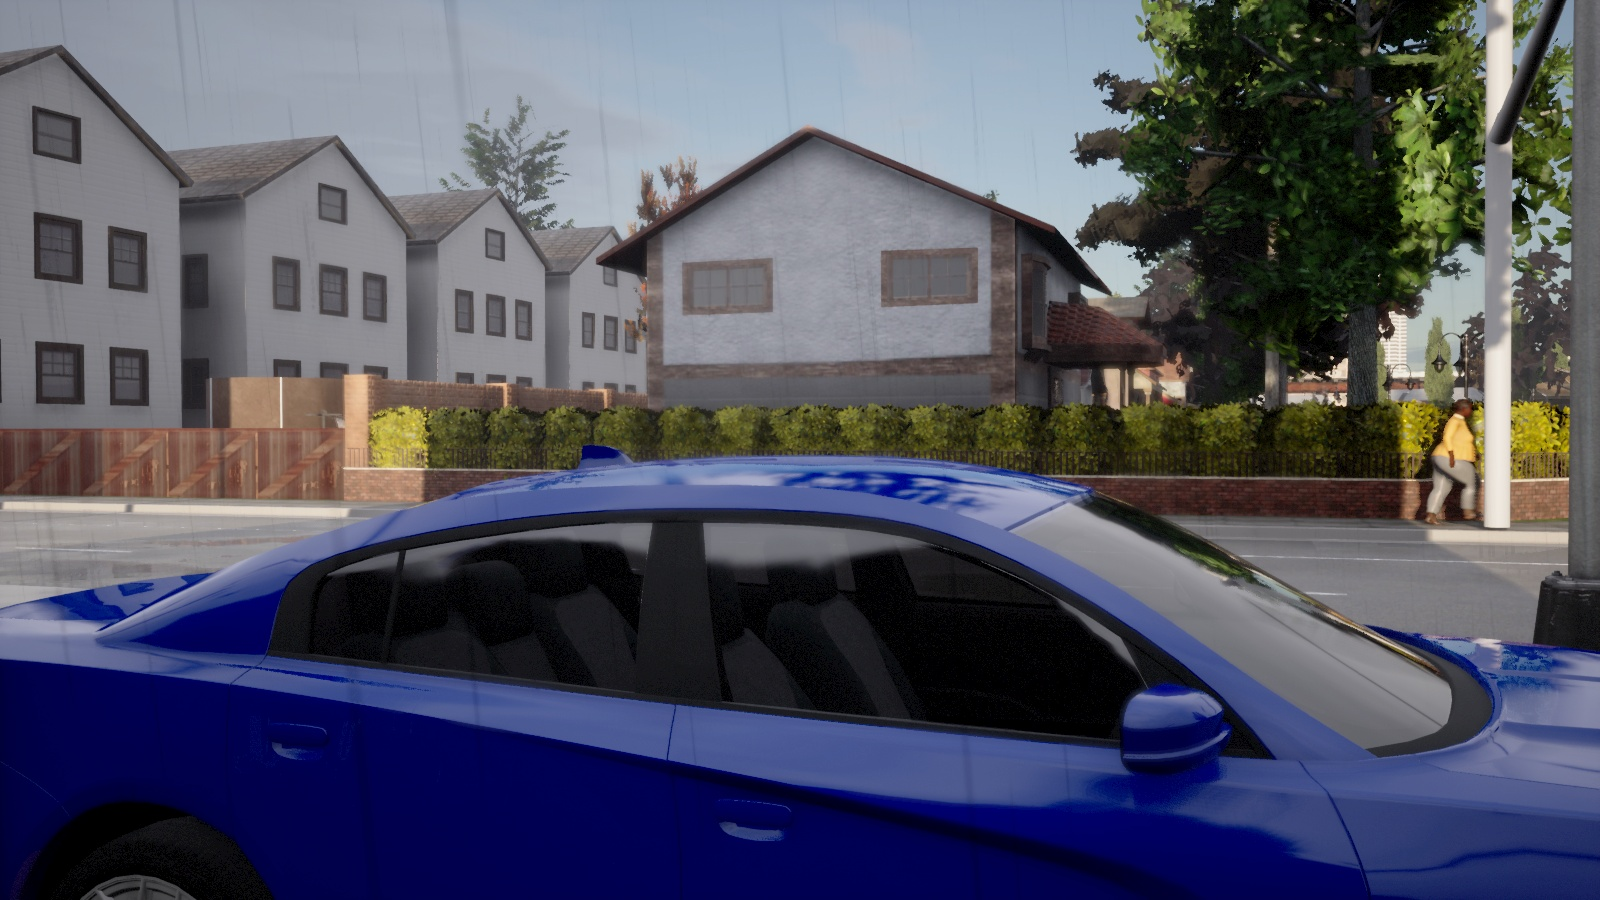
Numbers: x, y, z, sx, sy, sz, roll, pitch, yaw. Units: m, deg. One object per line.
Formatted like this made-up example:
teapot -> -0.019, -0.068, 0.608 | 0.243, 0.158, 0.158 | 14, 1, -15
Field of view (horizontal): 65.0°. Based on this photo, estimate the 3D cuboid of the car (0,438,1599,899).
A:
car -> 0.253, 0.755, 3.108 | 5.008, 1.535, 1.882 | 1, 1, 19

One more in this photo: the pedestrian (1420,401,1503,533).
pedestrian -> 9.583, 0.228, 18.225 | 0.900, 1.855, 0.874 | 1, 1, 17
